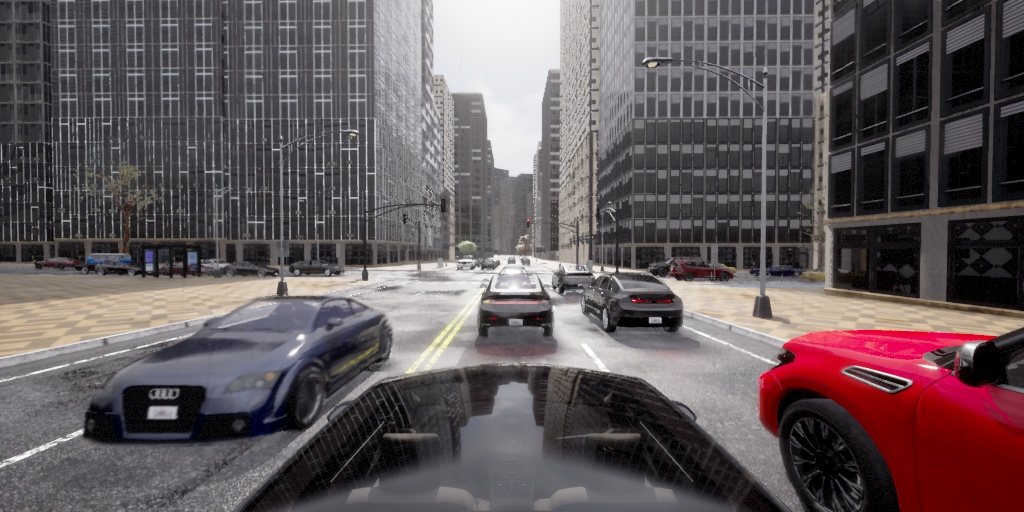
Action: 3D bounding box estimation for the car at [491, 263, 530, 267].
[{"bbox_3d":[0.082,1.288,20.017,2.033,1.411,5.357,0,0,0],"label":"car"}]

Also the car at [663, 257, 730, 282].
[{"bbox_3d":[16.164,1.269,30.882,5.009,1.841,2.192,0,0,1],"label":"car"}]

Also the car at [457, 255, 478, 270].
[{"bbox_3d":[-6.639,0.935,52.503,2.150,2.045,5.566,0,0,0],"label":"car"}]

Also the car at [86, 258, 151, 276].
[{"bbox_3d":[-34.126,1.069,31.667,4.313,1.339,1.948,0,0,1],"label":"car"}]

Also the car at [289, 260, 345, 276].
[{"bbox_3d":[-18.439,1.108,33.978,4.892,1.490,1.837,1,1,2],"label":"car"}]

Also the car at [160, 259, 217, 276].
[{"bbox_3d":[-28.445,1.138,31.499,4.207,1.307,1.802,0,0,1],"label":"car"}]

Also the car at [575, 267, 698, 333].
[{"bbox_3d":[3.340,1.251,10.776,1.837,1.490,4.892,0,0,0],"label":"car"}]

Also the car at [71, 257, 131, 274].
[{"bbox_3d":[-38.616,1.020,34.393,4.718,1.301,1.895,1,1,1],"label":"car"}]

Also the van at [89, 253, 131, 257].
[{"bbox_3d":[-45.326,0.604,40.317,3.998,1.789,1.690,0,0,1],"label":"van"}]

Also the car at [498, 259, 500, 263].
[{"bbox_3d":[-3.390,1.267,61.641,1.994,1.385,4.181,0,0,0],"label":"car"}]

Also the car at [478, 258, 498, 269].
[{"bbox_3d":[-3.389,1.192,52.055,1.882,1.535,5.008,0,0,0],"label":"car"}]

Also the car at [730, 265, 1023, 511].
[{"bbox_3d":[3.348,0.972,0.912,2.150,2.045,5.566,0,0,0],"label":"car"}]

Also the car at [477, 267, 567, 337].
[{"bbox_3d":[0.091,1.238,10.281,2.128,1.511,4.902,0,0,0],"label":"car"}]

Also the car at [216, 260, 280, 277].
[{"bbox_3d":[-22.761,1.173,31.372,4.313,1.339,1.948,0,0,1],"label":"car"}]

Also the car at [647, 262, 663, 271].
[{"bbox_3d":[16.810,1.088,36.634,5.566,2.045,2.150,1,1,1],"label":"car"}]

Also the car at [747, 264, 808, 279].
[{"bbox_3d":[26.934,1.556,36.486,4.718,1.301,1.895,1,1,1],"label":"car"}]

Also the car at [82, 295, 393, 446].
[{"bbox_3d":[-3.338,1.313,5.423,1.994,1.385,4.181,0,0,0],"label":"car"}]

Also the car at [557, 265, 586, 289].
[{"bbox_3d":[3.332,1.232,20.024,2.128,1.511,4.902,0,0,0],"label":"car"}]
